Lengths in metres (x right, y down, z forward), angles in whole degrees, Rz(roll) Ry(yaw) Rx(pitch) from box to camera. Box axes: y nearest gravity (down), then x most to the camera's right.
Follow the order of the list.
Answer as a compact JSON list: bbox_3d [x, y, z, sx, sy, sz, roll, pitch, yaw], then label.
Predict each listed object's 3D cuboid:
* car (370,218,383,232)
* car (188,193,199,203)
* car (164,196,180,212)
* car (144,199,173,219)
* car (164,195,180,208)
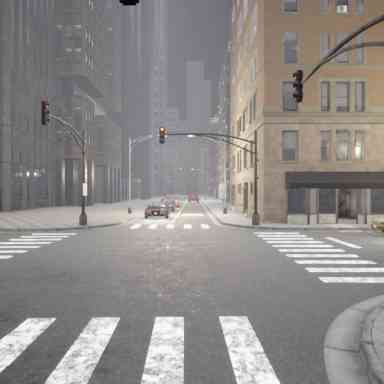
[{"bbox_3d":[12.173,1.519,17.782,4.829,1.417,1.752,0,0,-1],"label":"car"},{"bbox_3d":[0.310,1.203,70.299,2.150,2.045,5.566,0,0,0],"label":"car"},{"bbox_3d":[-2.962,1.506,39.322,2.128,1.511,4.902,0,0,0],"label":"car"},{"bbox_3d":[-3.000,1.574,29.467,1.994,1.385,4.181,0,0,0],"label":"car"},{"bbox_3d":[-2.923,1.369,49.220,2.097,1.767,4.553,0,0,0],"label":"car"}]
